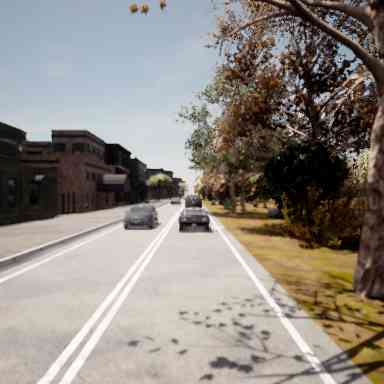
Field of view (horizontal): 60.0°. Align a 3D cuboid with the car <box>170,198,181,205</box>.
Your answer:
[{"bbox_3d":[-3.121,1.769,63.986,2.033,1.411,5.357,0,0,0],"label":"car"}]

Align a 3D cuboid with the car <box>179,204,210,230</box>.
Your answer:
[{"bbox_3d":[0.134,1.673,21.882,1.895,1.301,4.718,0,0,0],"label":"car"}]

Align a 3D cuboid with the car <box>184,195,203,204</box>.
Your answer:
[{"bbox_3d":[0.186,1.375,42.700,2.150,2.045,5.566,0,0,0],"label":"car"}]

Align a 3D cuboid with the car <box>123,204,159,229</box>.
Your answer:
[{"bbox_3d":[-3.313,1.579,22.254,1.837,1.490,4.892,0,0,0],"label":"car"}]
